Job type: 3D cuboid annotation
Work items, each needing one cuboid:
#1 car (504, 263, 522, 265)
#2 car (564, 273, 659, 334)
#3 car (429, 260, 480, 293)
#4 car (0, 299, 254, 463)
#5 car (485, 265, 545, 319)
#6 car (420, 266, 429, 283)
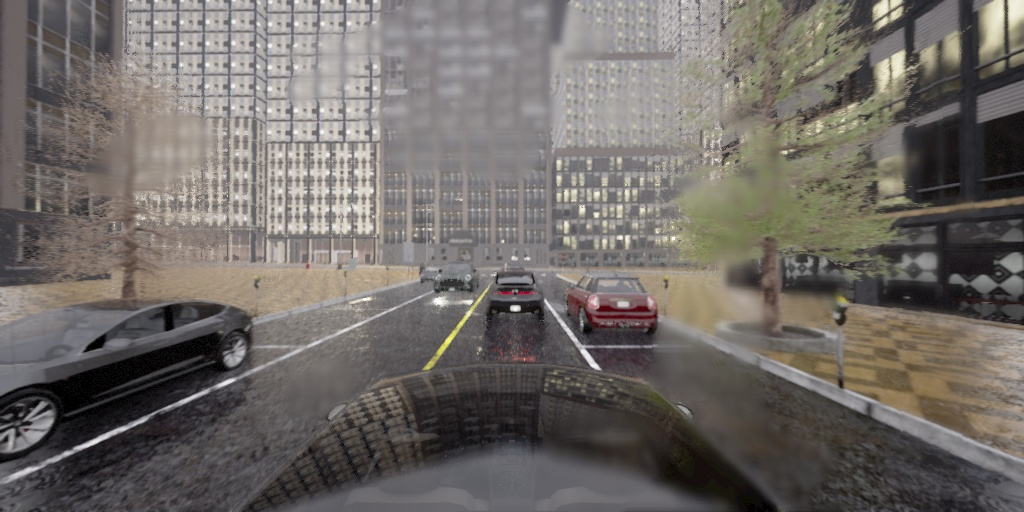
[{"bbox_3d":[0.099,1.261,27.595,2.128,1.511,4.902,0,0,0],"label":"car"},{"bbox_3d":[2.692,1.197,10.638,1.967,1.591,4.097,0,0,0],"label":"car"},{"bbox_3d":[-3.055,1.115,20.603,2.097,1.767,4.553,0,0,0],"label":"car"},{"bbox_3d":[-5.689,1.318,5.004,1.948,1.339,4.313,0,0,0],"label":"car"},{"bbox_3d":[0.101,1.265,12.844,1.837,1.490,4.892,0,0,0],"label":"car"},{"bbox_3d":[-5.818,1.320,27.573,2.007,1.370,4.403,0,0,0],"label":"car"}]
